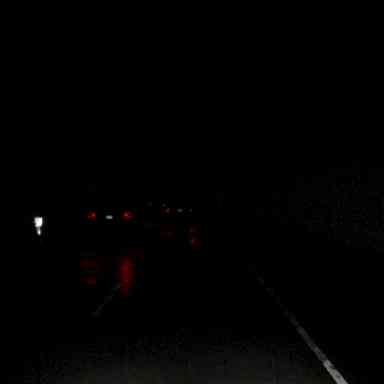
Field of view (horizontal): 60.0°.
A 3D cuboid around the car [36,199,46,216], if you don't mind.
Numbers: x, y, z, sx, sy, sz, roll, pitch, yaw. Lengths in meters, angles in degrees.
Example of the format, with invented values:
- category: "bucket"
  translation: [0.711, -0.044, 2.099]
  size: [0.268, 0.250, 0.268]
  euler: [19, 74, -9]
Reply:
- category: "car"
  translation: [-13.375, 1.401, 31.417]
  size: [2.128, 1.511, 4.902]
  euler: [0, 0, -14]

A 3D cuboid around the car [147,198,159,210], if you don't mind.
- category: "car"
  translation: [-5.205, 1.427, 41.457]
  size: [2.033, 1.411, 5.357]
  euler: [0, 0, -19]

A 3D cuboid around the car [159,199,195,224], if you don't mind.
- category: "car"
  translation: [-1.090, 1.281, 24.198]
  size: [2.097, 1.767, 4.553]
  euler: [0, 0, -8]

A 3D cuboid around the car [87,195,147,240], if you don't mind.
- category: "car"
  translation: [-3.739, 1.172, 16.981]
  size: [2.150, 2.045, 5.566]
  euler: [0, 0, -4]

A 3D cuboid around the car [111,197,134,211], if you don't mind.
- category: "car"
  translation: [-8.404, 1.375, 39.913]
  size: [2.128, 1.511, 4.902]
  euler: [0, 0, -18]

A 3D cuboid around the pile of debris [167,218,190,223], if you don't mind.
- category: "pile of debris"
  translation: [-1.030, 2.104, 24.577]
  size: [1.500, 0.140, 1.860]
  euler: [0, 0, -8]
